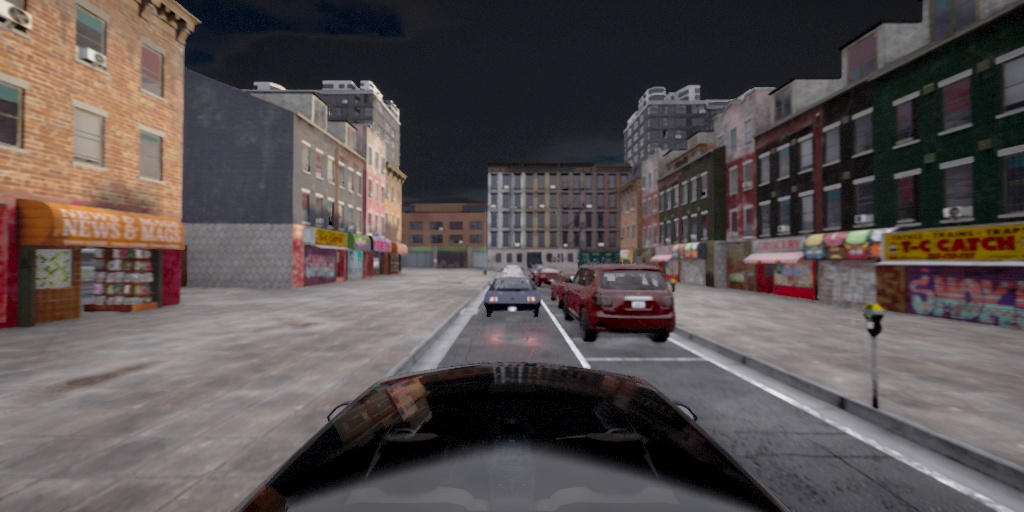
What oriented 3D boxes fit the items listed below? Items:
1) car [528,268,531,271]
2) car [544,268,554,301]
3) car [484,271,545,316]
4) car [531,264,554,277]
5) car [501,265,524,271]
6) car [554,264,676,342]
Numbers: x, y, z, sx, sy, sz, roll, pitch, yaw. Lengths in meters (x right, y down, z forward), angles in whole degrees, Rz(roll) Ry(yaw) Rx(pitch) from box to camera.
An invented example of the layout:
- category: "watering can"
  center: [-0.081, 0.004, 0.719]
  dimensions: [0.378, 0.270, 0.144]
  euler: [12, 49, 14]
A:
- category: "car"
  center: [2.637, 1.404, 31.899]
  dimensions: [1.967, 1.591, 4.097]
  euler: [0, 0, 0]
- category: "car"
  center: [2.638, 1.389, 15.389]
  dimensions: [1.888, 1.381, 4.507]
  euler: [0, 0, 0]
- category: "car"
  center: [0.034, 1.433, 13.733]
  dimensions: [1.895, 1.301, 4.718]
  euler: [0, 0, 1]
- category: "car"
  center: [2.637, 1.469, 26.395]
  dimensions: [1.888, 1.381, 4.507]
  euler: [0, 0, 0]
- category: "car"
  center: [0.048, 1.476, 30.016]
  dimensions: [1.812, 1.442, 4.674]
  euler: [0, 0, 1]
- category: "car"
  center: [2.638, 1.120, 9.885]
  dimensions: [2.192, 1.841, 5.009]
  euler: [0, 0, 0]
